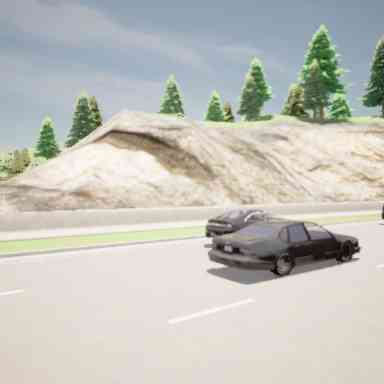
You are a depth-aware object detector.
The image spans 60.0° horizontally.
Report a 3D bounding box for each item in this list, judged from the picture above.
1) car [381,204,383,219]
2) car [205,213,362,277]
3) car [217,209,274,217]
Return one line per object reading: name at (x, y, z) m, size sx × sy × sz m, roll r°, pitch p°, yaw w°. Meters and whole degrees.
car at (15.508, 1.230, 23.255) m, size 5.566 × 2.045 × 2.150 m, roll 0°, pitch 0°, yaw -33°
car at (3.023, 1.549, 10.274) m, size 5.357 × 1.411 × 2.033 m, roll 0°, pitch 0°, yaw -35°
car at (2.822, 1.491, 14.408) m, size 4.902 × 1.511 × 2.128 m, roll 0°, pitch 0°, yaw -35°
